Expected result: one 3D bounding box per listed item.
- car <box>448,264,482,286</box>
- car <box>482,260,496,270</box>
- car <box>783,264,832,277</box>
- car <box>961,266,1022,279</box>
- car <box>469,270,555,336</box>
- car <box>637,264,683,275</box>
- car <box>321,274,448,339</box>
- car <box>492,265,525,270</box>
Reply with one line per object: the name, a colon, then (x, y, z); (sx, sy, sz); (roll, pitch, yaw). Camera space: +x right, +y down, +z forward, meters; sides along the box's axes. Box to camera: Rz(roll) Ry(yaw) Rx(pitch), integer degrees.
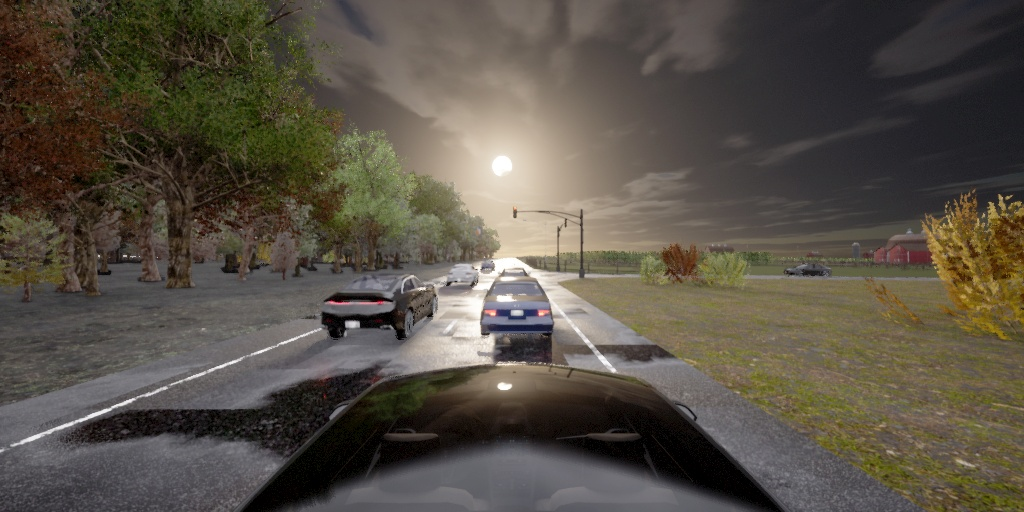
car: (-3.391, 1.279, 25.231); (1.812, 1.442, 4.674); (0, 0, 0)
car: (-3.378, 1.299, 51.387); (2.033, 1.411, 5.357); (0, 0, 0)
car: (34.275, 1.684, 41.679); (4.892, 1.490, 1.837); (1, -1, 0)
car: (51.436, 1.906, 37.965); (4.718, 1.301, 1.895); (1, -1, 1)
car: (0.105, 1.299, 10.396); (2.033, 1.411, 5.357); (0, 0, 0)
car: (17.512, 1.542, 41.787); (5.357, 1.411, 2.033); (1, -1, 2)
car: (-3.397, 1.242, 10.062); (2.128, 1.511, 4.902); (0, 0, 0)
car: (0.114, 1.316, 19.639); (1.994, 1.385, 4.181); (0, 0, 0)
